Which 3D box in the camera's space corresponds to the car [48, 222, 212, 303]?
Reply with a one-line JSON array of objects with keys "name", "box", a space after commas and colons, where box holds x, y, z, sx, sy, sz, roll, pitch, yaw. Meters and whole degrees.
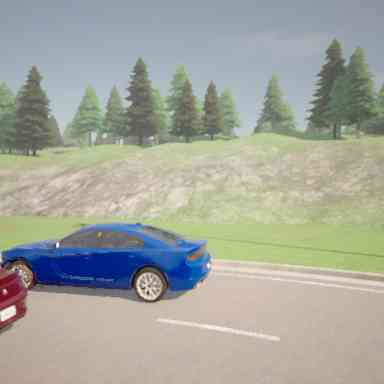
[{"name": "car", "box": [-2.052, 1.469, 7.907, 5.008, 1.535, 1.882, 0, 0, 13]}]

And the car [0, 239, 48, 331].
[{"name": "car", "box": [-4.846, 1.517, 4.845, 4.674, 1.442, 1.812, 0, 0, 5]}]
